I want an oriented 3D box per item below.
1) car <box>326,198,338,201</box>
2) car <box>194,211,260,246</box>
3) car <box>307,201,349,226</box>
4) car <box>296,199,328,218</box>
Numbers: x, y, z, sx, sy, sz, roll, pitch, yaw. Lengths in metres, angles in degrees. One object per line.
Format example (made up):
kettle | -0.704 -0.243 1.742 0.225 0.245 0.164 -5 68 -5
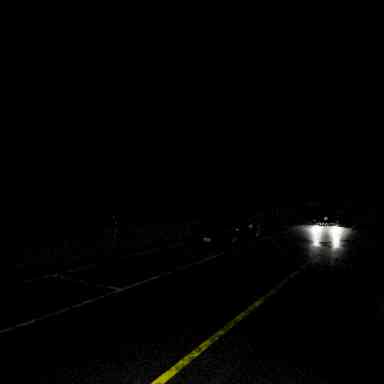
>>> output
car | 13.342 1.567 34.179 1.947 1.339 4.313 0 0 32
car | 1.756 1.566 15.359 1.947 1.339 4.313 0 0 32
car | 9.850 1.564 23.603 1.994 1.385 4.181 0 0 32
car | 10.446 1.582 29.474 1.802 1.307 4.206 0 0 32
